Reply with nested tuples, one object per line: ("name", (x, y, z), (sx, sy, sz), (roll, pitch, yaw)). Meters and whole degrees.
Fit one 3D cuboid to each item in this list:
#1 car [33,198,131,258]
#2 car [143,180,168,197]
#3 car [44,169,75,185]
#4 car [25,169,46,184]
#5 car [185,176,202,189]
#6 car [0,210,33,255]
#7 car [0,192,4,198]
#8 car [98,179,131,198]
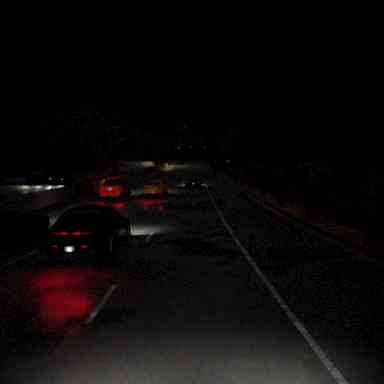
("car", (-3.403, 1.222, 11.632), (1.837, 1.490, 4.892), (0, 3, 0))
("car", (-3.389, -0.438, 31.385), (1.882, 1.535, 5.008), (0, 6, 0))
("car", (-17.445, -1.935, 44.594), (2.097, 1.767, 4.553), (0, 6, 1))
("car", (-20.920, -2.158, 46.245), (2.150, 2.045, 5.566), (0, 6, 0))
("car", (0.147, -1.207, 39.636), (1.994, 1.385, 4.181), (0, 6, 0))
("car", (-6.903, 1.302, 11.942), (1.895, 1.301, 4.718), (0, 3, 0))
("car", (-14.100, 0.568, 21.352), (2.128, 1.511, 4.902), (0, 5, 0))
("car", (-6.893, -0.426, 30.052), (2.097, 1.767, 4.553), (0, 6, 0))
